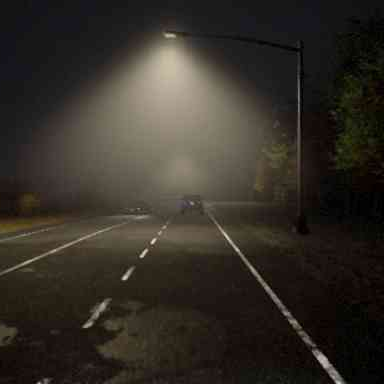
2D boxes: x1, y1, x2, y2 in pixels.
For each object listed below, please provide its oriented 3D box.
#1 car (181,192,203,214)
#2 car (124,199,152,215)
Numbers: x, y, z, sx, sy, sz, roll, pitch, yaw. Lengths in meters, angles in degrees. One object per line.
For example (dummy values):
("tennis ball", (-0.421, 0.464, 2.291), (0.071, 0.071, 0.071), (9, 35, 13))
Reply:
("car", (-0.003, 1.205, 34.545), (2.150, 2.045, 5.566), (0, 0, 0))
("car", (-5.383, 1.491, 33.706), (1.837, 1.490, 4.892), (0, 0, 7))
